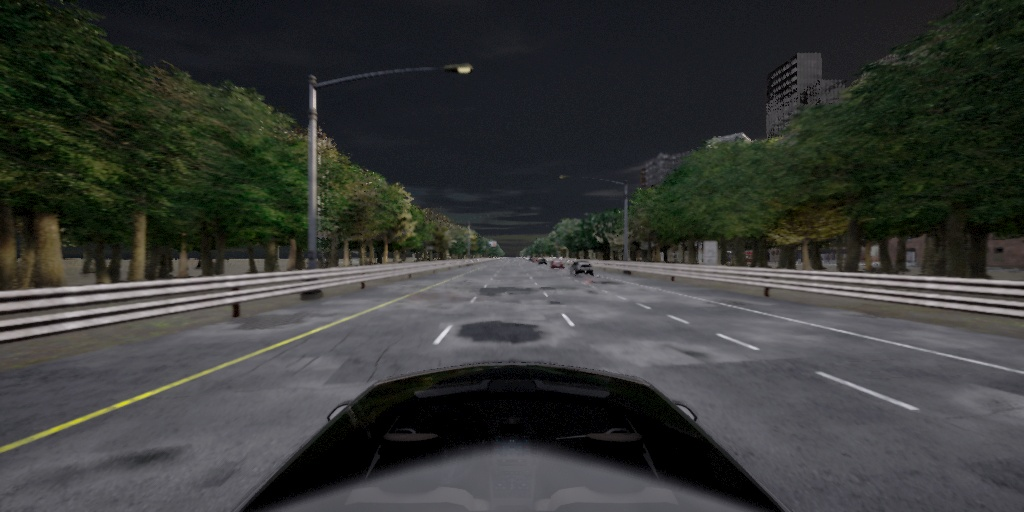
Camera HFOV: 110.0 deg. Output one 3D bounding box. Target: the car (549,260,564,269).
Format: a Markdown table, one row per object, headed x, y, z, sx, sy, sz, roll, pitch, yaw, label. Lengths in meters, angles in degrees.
| x | y | z | sx | sy | sz | roll | pitch | yaw | label |
| --- | --- | --- | --- | --- | --- | --- | --- | --- | --- |
| 6.998 | 1.305 | 56.506 | 1.812 | 1.442 | 4.674 | 0 | 0 | 0 | car |

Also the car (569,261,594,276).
| x | y | z | sx | sy | sz | roll | pitch | yaw | label |
| --- | --- | --- | --- | --- | --- | --- | --- | --- | --- |
| 6.997 | 1.268 | 36.564 | 1.837 | 1.490 | 4.892 | 0 | 0 | 0 | car |
